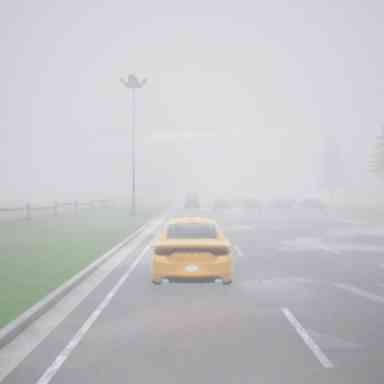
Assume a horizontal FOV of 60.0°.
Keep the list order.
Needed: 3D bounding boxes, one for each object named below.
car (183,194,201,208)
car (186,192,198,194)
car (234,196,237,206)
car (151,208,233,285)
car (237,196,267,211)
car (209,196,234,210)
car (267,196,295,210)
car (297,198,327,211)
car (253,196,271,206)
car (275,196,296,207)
[{"bbox_3d":[-0.003,1.361,39.274,1.837,1.490,4.892,0,0,0],"label":"car"},{"bbox_3d":[-0.002,1.038,49.885,2.150,2.045,5.566,0,0,0],"label":"car"},{"bbox_3d":[7.003,1.306,50.495,2.128,1.511,4.902,0,0,0],"label":"car"},{"bbox_3d":[-0.001,1.443,9.443,1.882,1.535,5.008,0,0,0],"label":"car"},{"bbox_3d":[6.997,1.404,39.211,2.033,1.411,5.357,0,0,0],"label":"car"},{"bbox_3d":[3.498,1.418,39.879,1.994,1.385,4.181,0,0,0],"label":"car"},{"bbox_3d":[10.497,1.381,39.412,1.812,1.442,4.674,0,0,0],"label":"car"},{"bbox_3d":[13.997,1.403,39.135,2.033,1.411,5.357,0,0,0],"label":"car"},{"bbox_3d":[10.501,1.341,50.304,1.812,1.442,4.674,0,0,0],"label":"car"},{"bbox_3d":[13.998,1.321,49.913,1.837,1.490,4.892,0,0,0],"label":"car"}]
